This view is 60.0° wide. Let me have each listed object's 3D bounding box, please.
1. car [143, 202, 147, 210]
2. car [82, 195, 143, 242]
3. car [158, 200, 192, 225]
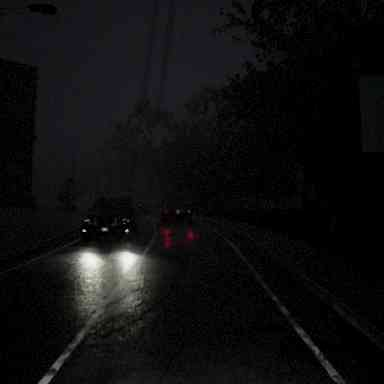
[{"bbox_3d":[-7.314,1.528,41.724,2.033,1.411,5.357,3,-1,-28],"label":"car"},{"bbox_3d":[-3.908,1.214,16.806,2.150,2.045,5.566,0,0,-5],"label":"car"},{"bbox_3d":[-1.318,1.386,24.504,2.097,1.767,4.553,1,0,-10],"label":"car"}]
